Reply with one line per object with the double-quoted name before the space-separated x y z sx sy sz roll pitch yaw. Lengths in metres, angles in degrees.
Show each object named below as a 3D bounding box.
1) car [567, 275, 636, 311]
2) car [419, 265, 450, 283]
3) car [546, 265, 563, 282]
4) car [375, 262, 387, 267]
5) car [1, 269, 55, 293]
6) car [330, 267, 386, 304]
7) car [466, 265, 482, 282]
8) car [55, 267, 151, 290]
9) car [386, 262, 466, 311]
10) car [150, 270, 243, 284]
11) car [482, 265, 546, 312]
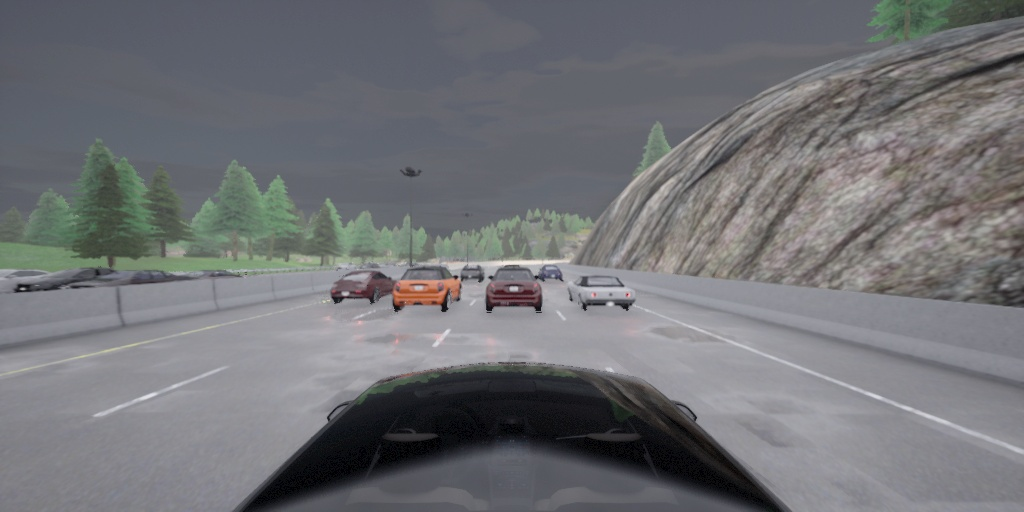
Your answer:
"car" 3.570 1.469 15.254 1.895 1.301 4.718 0 -1 0
"car" -6.973 1.590 32.679 1.994 1.385 4.181 0 -1 0
"car" 3.514 1.551 33.067 1.812 1.442 4.674 0 -1 0
"car" -21.072 1.883 61.108 1.895 1.301 4.718 0 -1 2
"car" -24.642 1.430 20.481 1.837 1.490 4.892 0 0 0
"car" -6.935 1.415 17.226 1.812 1.442 4.674 0 0 0
"car" -3.471 1.511 32.062 2.128 1.511 4.902 0 -1 0
"car" -21.142 1.468 20.147 2.033 1.411 5.357 0 0 0
"car" -3.432 1.223 15.314 2.097 1.767 4.553 0 -1 0
"car" -17.642 1.488 20.678 1.994 1.385 4.181 0 -1 0
"car" 0.069 1.219 14.910 2.097 1.767 4.553 0 -1 0
